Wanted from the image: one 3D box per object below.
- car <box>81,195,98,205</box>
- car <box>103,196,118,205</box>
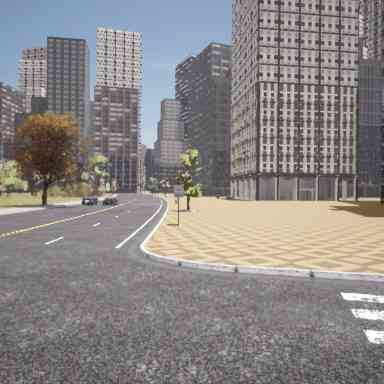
[{"bbox_3d":[-16.285,1.310,53.244,2.128,1.511,4.902,0,0,-4],"label":"car"},{"bbox_3d":[-13.045,1.411,53.493,1.994,1.385,4.181,0,0,-4],"label":"car"}]
